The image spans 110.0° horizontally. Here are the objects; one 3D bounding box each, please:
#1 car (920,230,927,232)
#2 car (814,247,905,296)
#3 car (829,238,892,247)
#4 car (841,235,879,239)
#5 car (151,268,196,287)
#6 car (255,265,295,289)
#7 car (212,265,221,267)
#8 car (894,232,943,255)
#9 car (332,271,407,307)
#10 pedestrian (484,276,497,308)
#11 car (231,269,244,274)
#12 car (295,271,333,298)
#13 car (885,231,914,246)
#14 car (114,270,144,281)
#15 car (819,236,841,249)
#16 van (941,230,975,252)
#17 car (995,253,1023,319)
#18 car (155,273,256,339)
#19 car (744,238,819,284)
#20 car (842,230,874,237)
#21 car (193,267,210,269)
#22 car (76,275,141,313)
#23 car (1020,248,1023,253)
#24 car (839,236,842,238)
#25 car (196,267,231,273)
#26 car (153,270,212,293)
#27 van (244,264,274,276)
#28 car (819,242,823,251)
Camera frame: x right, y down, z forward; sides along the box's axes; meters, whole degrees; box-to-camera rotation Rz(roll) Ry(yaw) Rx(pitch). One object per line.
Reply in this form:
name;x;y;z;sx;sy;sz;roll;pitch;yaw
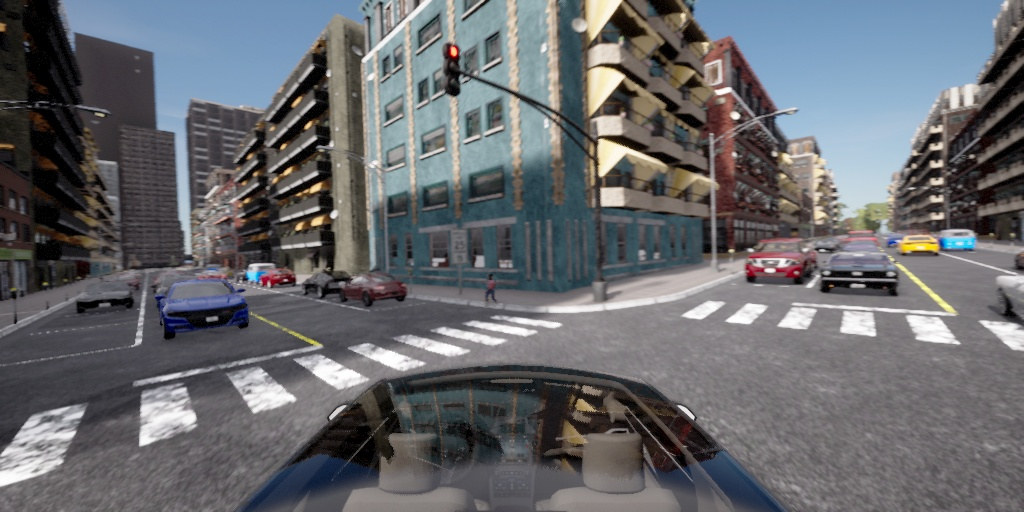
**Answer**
car;45.238;-1.679;38.314;1.888;1.381;4.507;0;0;44
car;12.323;0.514;12.748;1.895;1.301;4.718;-1;2;45
car;19.087;-0.027;19.670;2.033;1.411;5.357;-1;2;44
car;26.040;-0.547;26.729;1.812;1.442;4.674;-1;2;44
car;-24.377;1.871;25.751;5.008;1.535;1.882;-2;1;45
car;-17.969;1.669;27.573;4.507;1.381;1.888;0;0;45
car;-37.747;2.173;47.083;4.829;1.417;1.751;0;0;45
car;31.642;-0.873;28.039;1.882;1.535;5.008;-1;2;44
car;-6.174;1.395;15.938;4.207;1.307;1.802;0;0;45
pedestrian;-0.747;0.896;12.811;0.375;1.860;0.375;-1;2;45
car;-25.832;1.898;35.329;4.313;1.339;1.948;0;0;45
car;-10.106;1.482;19.816;4.313;1.339;1.948;0;0;45
car;43.596;-1.739;40.498;1.882;1.535;5.008;-1;2;44
car;-31.719;2.179;29.371;4.507;1.381;1.888;0;0;45
car;31.506;-1.010;36.197;1.948;1.339;4.313;0;0;44
van;37.489;-1.324;30.330;1.690;1.789;3.998;0;0;44
car;10.558;0.796;6.325;1.895;1.301;4.718;-1;3;44
car;-9.953;1.491;11.497;5.008;1.535;1.882;-2;1;44
car;12.130;0.137;16.233;2.192;1.841;5.009;0;0;44
car;33.378;-1.381;34.280;2.150;2.045;5.566;-1;2;44
car;-36.471;2.263;42.022;4.718;1.301;1.895;-2;1;45
car;-19.924;1.887;17.736;4.313;1.339;1.948;0;0;45
car;21.988;0.036;14.357;1.802;1.307;4.207;0;0;44
car;39.255;-1.569;44.182;1.948;1.339;4.313;0;0;44
car;-29.087;2.065;34.806;1.895;1.301;4.718;-3;1;-45
car;-17.160;1.708;18.612;4.892;1.490;1.837;-2;1;45
van;-21.900;1.569;31.451;3.998;1.789;1.690;0;0;45
car;16.005;0.088;20.226;1.888;1.381;4.507;0;0;44
